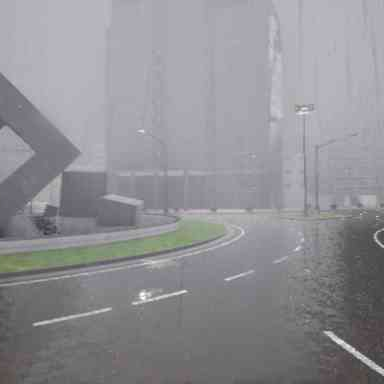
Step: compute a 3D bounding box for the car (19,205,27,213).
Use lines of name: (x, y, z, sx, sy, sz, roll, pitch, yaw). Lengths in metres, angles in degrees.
car: (-30.701, 2.952, 58.211, 1.895, 1.301, 4.718, 0, -1, -18)
